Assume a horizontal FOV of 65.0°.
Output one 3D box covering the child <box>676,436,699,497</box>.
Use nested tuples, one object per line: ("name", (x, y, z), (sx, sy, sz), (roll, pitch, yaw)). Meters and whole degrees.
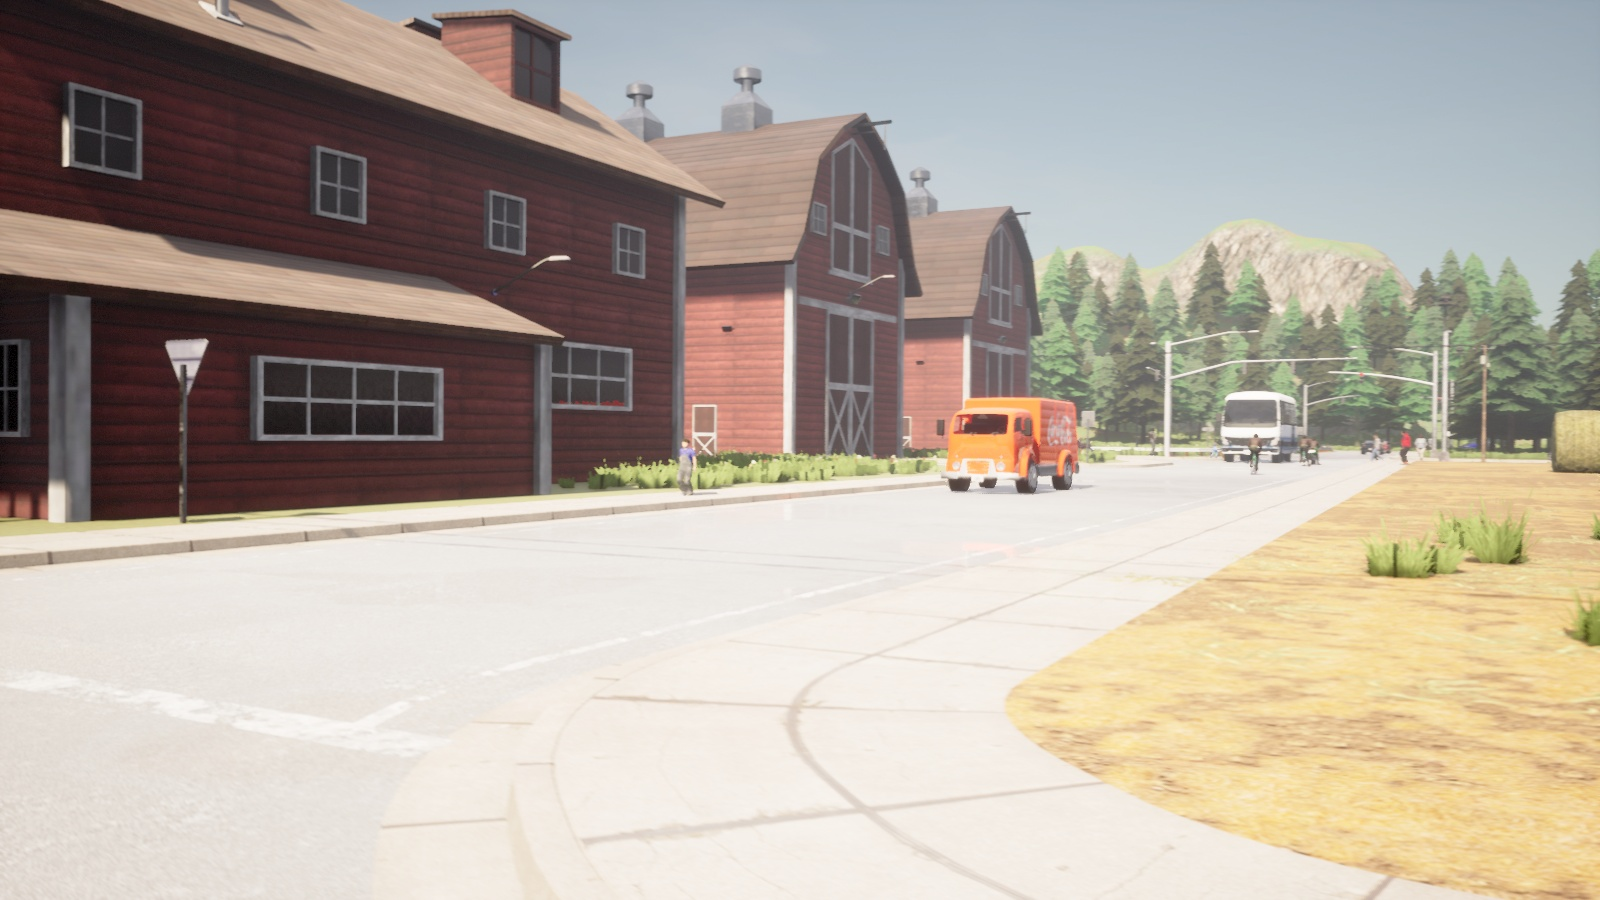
("child", (-2.356, 0.349, 26.284), (0.270, 1.263, 0.437), (0, 1, 26))

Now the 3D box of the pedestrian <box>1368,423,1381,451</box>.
("pedestrian", (36.904, -0.834, 80.678), (0.706, 1.836, 0.354), (0, 1, 21))

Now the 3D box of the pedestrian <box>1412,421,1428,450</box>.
("pedestrian", (39.858, -0.924, 80.741), (0.874, 1.855, 0.900), (0, 1, 30))

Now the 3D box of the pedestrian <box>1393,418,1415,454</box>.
("pedestrian", (31.155, -0.722, 64.737), (0.899, 1.844, 0.634), (0, 1, 38))

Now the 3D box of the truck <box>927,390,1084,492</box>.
("truck", (5.558, -0.242, 33.305), (2.627, 2.467, 5.204), (0, 1, 27))

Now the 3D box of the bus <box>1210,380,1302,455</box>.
("bus", (27.866, -1.880, 76.405), (3.944, 4.253, 10.273), (0, 1, 27))
